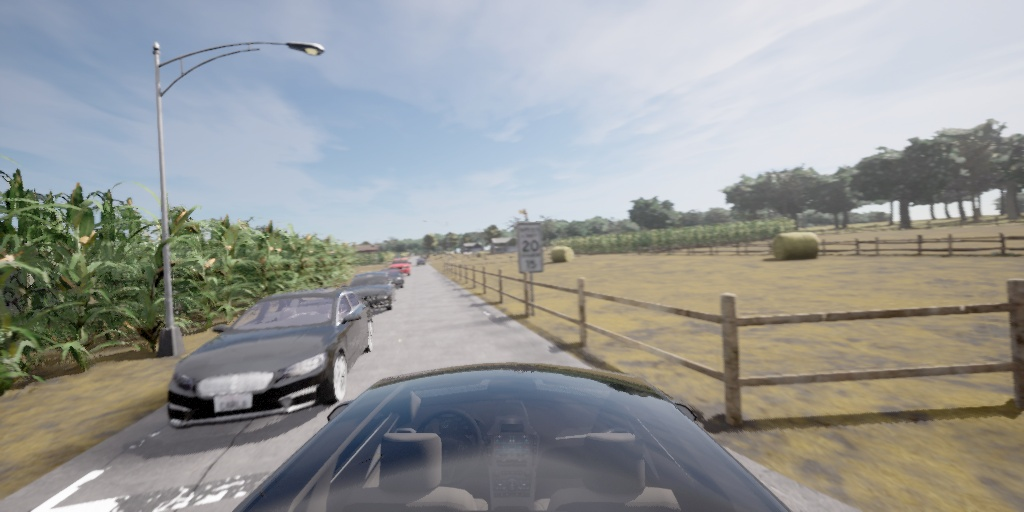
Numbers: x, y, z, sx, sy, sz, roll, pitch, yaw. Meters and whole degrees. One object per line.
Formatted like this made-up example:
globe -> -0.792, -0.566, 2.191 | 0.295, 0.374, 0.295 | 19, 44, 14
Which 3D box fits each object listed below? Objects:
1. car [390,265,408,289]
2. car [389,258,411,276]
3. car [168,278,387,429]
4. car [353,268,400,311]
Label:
car -> -8.768, 1.610, 25.701 | 1.994, 1.385, 4.181 | -3, 0, -15
car -> -12.945, 1.311, 41.706 | 2.150, 2.045, 5.566 | -3, 0, -15
car -> -3.698, 1.397, 6.395 | 2.128, 1.511, 4.902 | -3, 0, -13
car -> -6.066, 1.484, 15.521 | 1.837, 1.490, 4.892 | -3, 0, -15
